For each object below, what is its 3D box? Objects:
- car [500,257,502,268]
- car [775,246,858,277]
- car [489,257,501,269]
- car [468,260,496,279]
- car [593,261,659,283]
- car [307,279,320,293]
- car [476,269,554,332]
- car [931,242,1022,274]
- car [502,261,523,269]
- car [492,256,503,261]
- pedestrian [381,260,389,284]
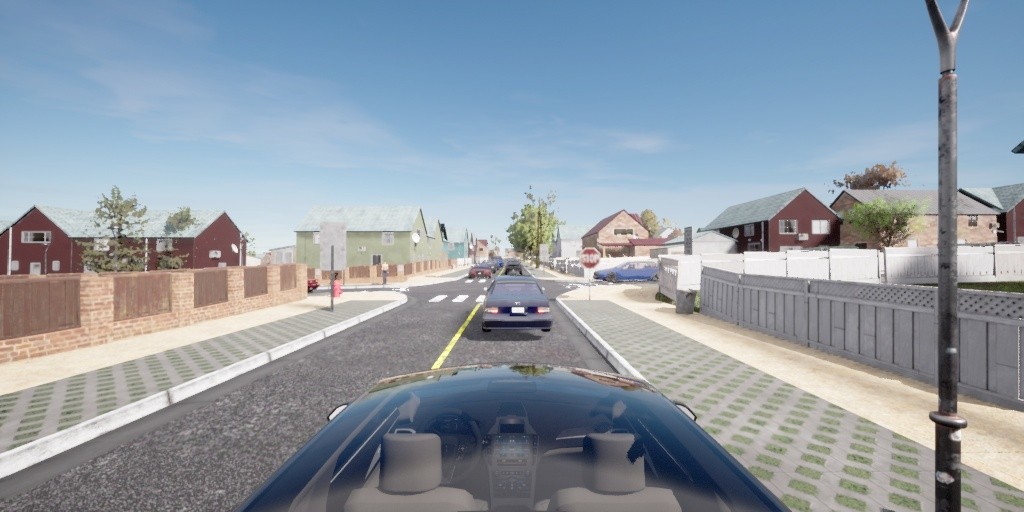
[{"bbox_3d":[-2.764,1.275,51.607,1.812,1.442,4.674,0,0,0],"label":"car"},{"bbox_3d":[20.615,0.412,24.373,5.566,2.045,2.150,-1,-1,0],"label":"car"},{"bbox_3d":[-2.782,1.243,41.739,2.128,1.511,4.902,0,0,0],"label":"car"},{"bbox_3d":[-2.801,1.316,32.772,1.994,1.385,4.181,0,0,0],"label":"car"},{"bbox_3d":[8.327,1.073,24.541,5.357,1.411,2.033,-2,-1,5],"label":"car"},{"bbox_3d":[-14.088,1.672,21.237,4.718,1.301,1.895,-2,-1,1],"label":"car"},{"bbox_3d":[0.090,1.300,10.820,2.033,1.411,5.357,0,0,-1],"label":"car"},{"bbox_3d":[31.398,0.122,24.408,5.566,2.045,2.150,-2,-1,0],"label":"car"},{"bbox_3d":[0.167,1.256,40.708,1.837,1.490,4.892,0,0,0],"label":"car"},{"bbox_3d":[-2.723,0.966,62.312,2.150,2.045,5.566,0,0,0],"label":"car"},{"bbox_3d":[-9.651,1.212,27.146,0.375,1.860,0.375,0,0,0],"label":"pedestrian"}]
